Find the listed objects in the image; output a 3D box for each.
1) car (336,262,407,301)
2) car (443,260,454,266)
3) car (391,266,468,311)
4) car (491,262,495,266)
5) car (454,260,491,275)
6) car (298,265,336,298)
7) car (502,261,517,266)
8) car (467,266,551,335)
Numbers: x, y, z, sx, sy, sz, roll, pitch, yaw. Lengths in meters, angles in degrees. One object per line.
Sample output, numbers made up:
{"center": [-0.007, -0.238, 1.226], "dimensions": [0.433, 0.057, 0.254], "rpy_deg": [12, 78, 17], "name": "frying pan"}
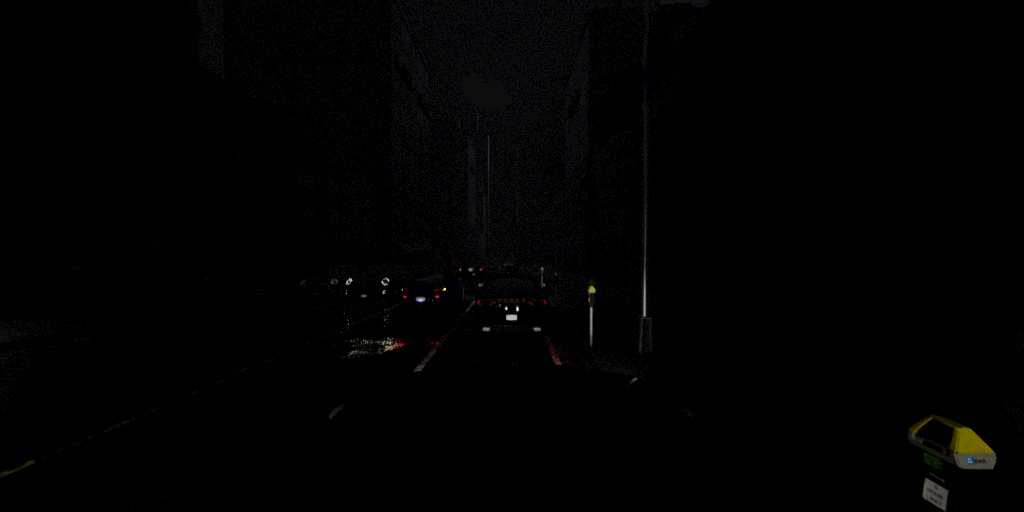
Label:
{"center": [-6.246, 1.098, 17.347], "dimensions": [2.097, 1.767, 4.553], "rpy_deg": [0, 0, 0], "name": "car"}
{"center": [-8.814, 1.267, 51.546], "dimensions": [1.888, 1.381, 4.507], "rpy_deg": [0, 0, 0], "name": "car"}
{"center": [-3.046, 1.272, 14.254], "dimensions": [1.812, 1.442, 4.674], "rpy_deg": [0, 0, 0], "name": "car"}
{"center": [-3.045, 1.329, 44.766], "dimensions": [1.895, 1.301, 4.718], "rpy_deg": [0, 0, 0], "name": "car"}
{"center": [-3.146, 1.091, 29.416], "dimensions": [2.097, 1.767, 4.553], "rpy_deg": [0, 0, 0], "name": "car"}
{"center": [-8.814, 1.185, 18.031], "dimensions": [1.967, 1.591, 4.097], "rpy_deg": [0, 0, 0], "name": "car"}
{"center": [-0.273, 1.287, 34.789], "dimensions": [2.007, 1.370, 4.403], "rpy_deg": [0, 0, 0], "name": "car"}
{"center": [-0.006, 1.225, 10.502], "dimensions": [1.882, 1.535, 5.008], "rpy_deg": [0, 0, 0], "name": "car"}
